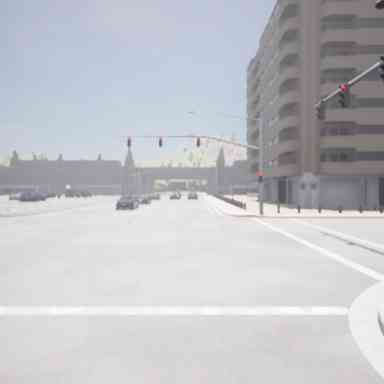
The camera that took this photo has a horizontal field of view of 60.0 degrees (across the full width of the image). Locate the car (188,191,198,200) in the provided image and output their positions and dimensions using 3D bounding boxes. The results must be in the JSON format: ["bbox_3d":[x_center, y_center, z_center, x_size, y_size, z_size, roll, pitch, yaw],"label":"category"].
[{"bbox_3d":[0.161,0.850,64.971,1.994,1.385,4.181,0,1,0],"label":"car"}]

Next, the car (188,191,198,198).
[{"bbox_3d":[0.183,0.585,73.946,2.033,1.411,5.357,0,1,0],"label":"car"}]

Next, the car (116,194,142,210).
[{"bbox_3d":[-7.000,1.105,36.303,1.837,1.490,4.892,0,1,0],"label":"car"}]

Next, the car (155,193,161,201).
[{"bbox_3d":[-6.896,0.890,61.287,1.994,1.385,4.181,0,1,1],"label":"car"}]

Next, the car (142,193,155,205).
[{"bbox_3d":[-6.966,0.969,47.420,2.128,1.511,4.902,0,1,0],"label":"car"}]

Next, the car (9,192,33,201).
[{"bbox_3d":[-30.067,0.757,58.006,1.970,1.475,3.806,0,1,0],"label":"car"}]

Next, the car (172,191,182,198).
[{"bbox_3d":[-3.317,0.545,73.954,1.837,1.490,4.892,0,1,0],"label":"car"}]

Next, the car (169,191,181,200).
[{"bbox_3d":[-3.339,0.886,65.011,1.895,1.301,4.718,0,1,0],"label":"car"}]

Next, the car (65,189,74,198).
[{"bbox_3d":[-27.256,0.327,75.453,1.905,1.878,3.866,0,1,0],"label":"car"}]

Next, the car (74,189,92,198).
[{"bbox_3d":[-24.362,0.325,75.381,1.932,1.855,4.605,0,1,0],"label":"car"}]
